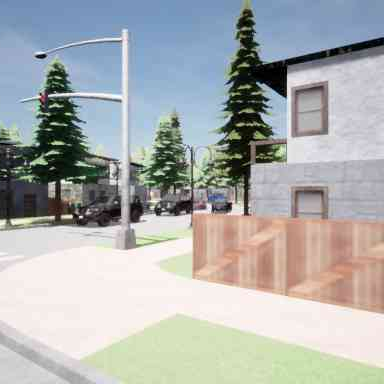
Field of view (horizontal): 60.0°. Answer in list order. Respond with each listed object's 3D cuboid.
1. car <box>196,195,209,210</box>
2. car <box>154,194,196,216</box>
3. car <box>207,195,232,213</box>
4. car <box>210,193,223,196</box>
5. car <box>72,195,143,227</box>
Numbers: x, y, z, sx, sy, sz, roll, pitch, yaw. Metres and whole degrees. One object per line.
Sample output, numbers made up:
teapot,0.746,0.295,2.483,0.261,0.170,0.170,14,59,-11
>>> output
car,0.535,1.333,42.058,2.097,1.767,4.553,0,0,9
car,-1.723,1.202,32.459,2.150,2.045,5.566,0,0,18
car,3.378,1.472,37.194,2.128,1.511,4.902,0,0,13
car,4.296,1.202,60.841,2.150,2.045,5.566,0,0,-9
car,-5.618,1.202,23.083,2.150,2.045,5.566,0,0,27
